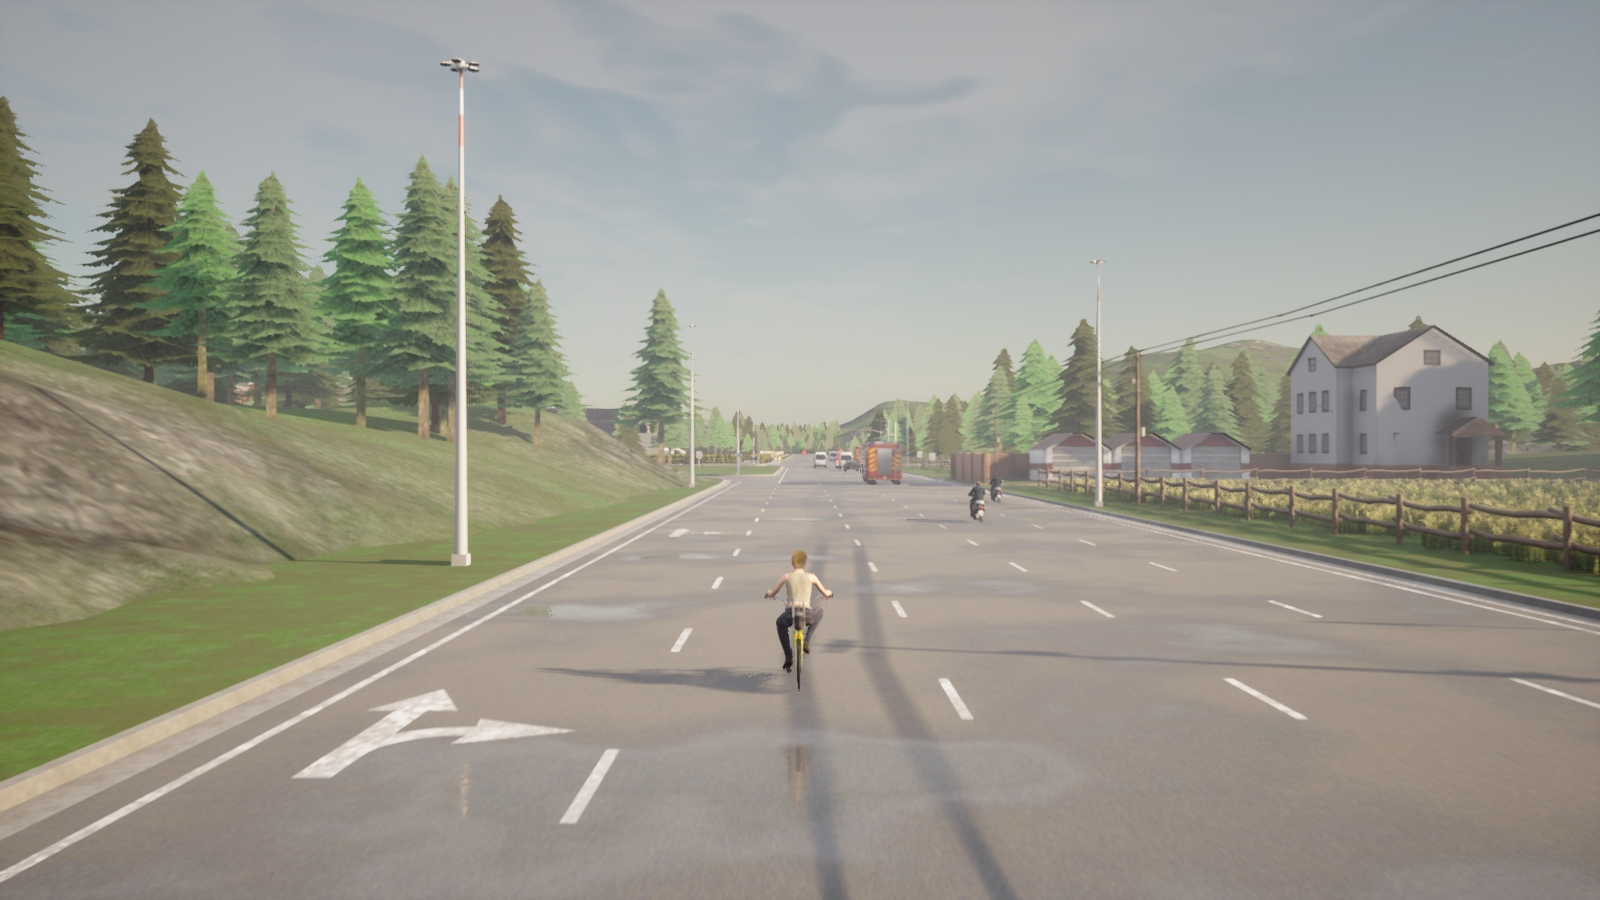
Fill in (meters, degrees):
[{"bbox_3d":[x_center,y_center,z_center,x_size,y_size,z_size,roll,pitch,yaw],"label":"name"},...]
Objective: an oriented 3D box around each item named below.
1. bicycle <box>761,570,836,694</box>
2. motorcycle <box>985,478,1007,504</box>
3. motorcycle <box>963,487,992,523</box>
[{"bbox_3d":[-0.013,2.165,13.840,0.859,1.276,1.487,0,0,0],"label":"bicycle"},{"bbox_3d":[10.490,2.169,61.095,0.856,1.316,1.805,0,0,0],"label":"motorcycle"},{"bbox_3d":[7.003,2.162,45.090,0.856,1.316,1.805,0,0,0],"label":"motorcycle"}]
